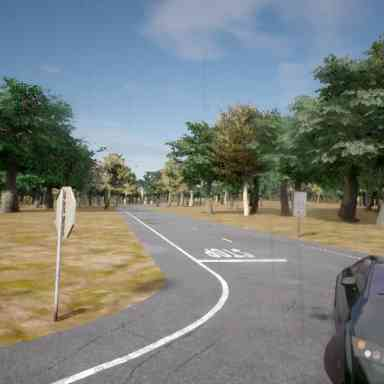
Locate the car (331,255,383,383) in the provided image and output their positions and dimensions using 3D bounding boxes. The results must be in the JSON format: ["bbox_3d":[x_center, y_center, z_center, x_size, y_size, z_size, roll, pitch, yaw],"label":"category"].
[{"bbox_3d":[3.069,1.642,4.573,1.994,1.385,4.181,1,-1,22],"label":"car"}]
